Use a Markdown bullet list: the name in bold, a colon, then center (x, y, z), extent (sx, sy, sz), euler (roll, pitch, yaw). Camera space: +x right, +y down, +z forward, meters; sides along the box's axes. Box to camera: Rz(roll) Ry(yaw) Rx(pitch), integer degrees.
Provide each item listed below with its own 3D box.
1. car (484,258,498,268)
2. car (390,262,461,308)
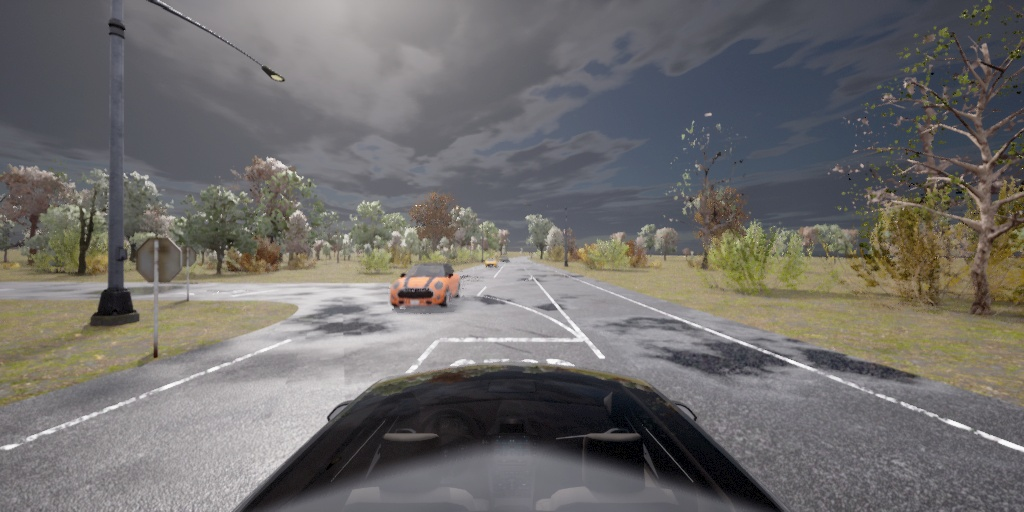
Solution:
- **car**: center (-3.326, 1.124, 57.338), extent (1.882, 1.535, 5.008), euler (0, 0, 0)
- **car**: center (-3.457, 1.066, 15.050), extent (2.097, 1.767, 4.553), euler (0, 0, 0)
